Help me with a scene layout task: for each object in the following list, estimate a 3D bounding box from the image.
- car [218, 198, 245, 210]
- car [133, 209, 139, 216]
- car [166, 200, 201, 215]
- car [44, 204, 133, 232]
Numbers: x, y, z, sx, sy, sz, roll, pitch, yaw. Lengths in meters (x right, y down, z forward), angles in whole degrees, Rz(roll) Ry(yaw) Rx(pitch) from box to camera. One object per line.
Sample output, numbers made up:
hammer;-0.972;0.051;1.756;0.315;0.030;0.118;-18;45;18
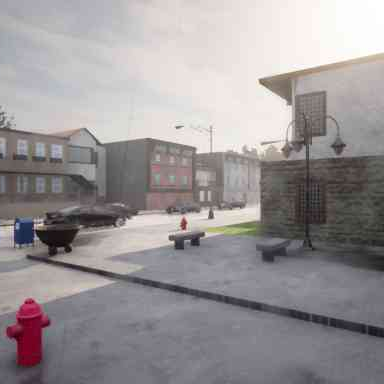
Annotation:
car;5.122;1.491;42.834;2.128;1.511;4.902;0;0;36
car;-6.554;1.601;26.478;1.895;1.301;4.718;0;0;35
car;-0.806;1.564;34.550;1.994;1.385;4.181;0;0;35
car;-6.173;1.477;19.771;1.882;1.535;5.008;0;0;35
